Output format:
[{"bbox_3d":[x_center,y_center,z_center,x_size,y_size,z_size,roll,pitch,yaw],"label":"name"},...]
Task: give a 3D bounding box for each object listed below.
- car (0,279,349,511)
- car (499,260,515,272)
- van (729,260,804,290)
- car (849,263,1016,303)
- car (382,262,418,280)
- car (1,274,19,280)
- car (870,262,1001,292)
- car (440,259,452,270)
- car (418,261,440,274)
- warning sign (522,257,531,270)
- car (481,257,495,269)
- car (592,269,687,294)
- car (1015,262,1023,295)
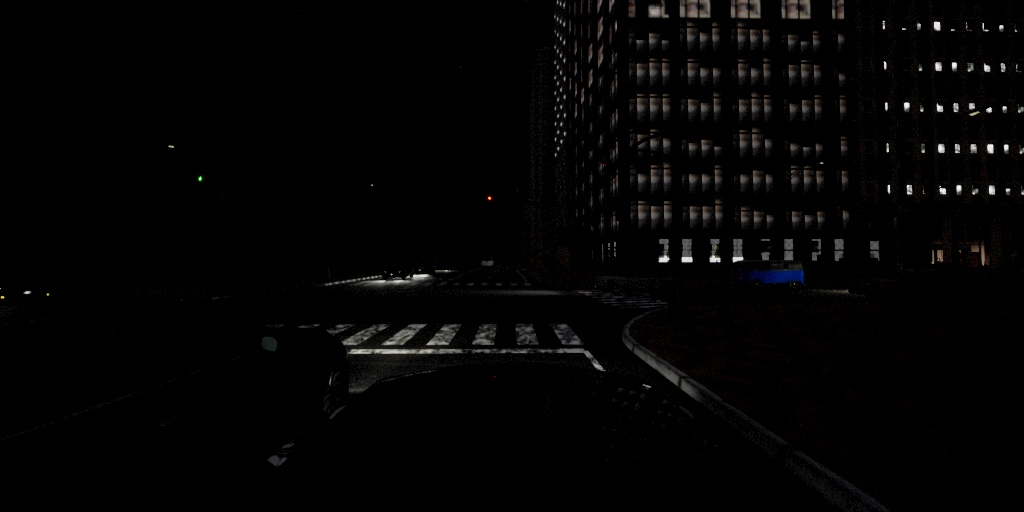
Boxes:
[{"bbox_3d":[-3.156,1.103,2.860,2.097,1.767,4.553,0,0,-1],"label":"car"},{"bbox_3d":[-0.631,1.401,48.514,1.812,1.442,4.674,0,0,-1],"label":"car"},{"bbox_3d":[15.633,1.123,22.088,3.998,1.789,1.690,0,0,-2],"label":"van"},{"bbox_3d":[16.141,1.075,14.077,4.829,1.417,1.751,0,0,-2],"label":"car"},{"bbox_3d":[-10.346,1.320,32.905,1.837,1.490,4.892,0,0,-3],"label":"car"},{"bbox_3d":[-22.716,1.394,15.281,4.181,1.385,1.994,0,-2,-2],"label":"car"},{"bbox_3d":[23.127,1.147,19.711,5.008,1.535,1.882,0,-2,-2],"label":"car"},{"bbox_3d":[-10.681,1.270,55.938,2.097,1.767,4.553,0,-1,0],"label":"car"},{"bbox_3d":[-10.495,1.343,43.101,2.128,1.511,4.902,0,0,-1],"label":"car"},{"bbox_3d":[2.083,1.001,50.817,1.300,1.860,1.060,0,0,-1],"label":"warning sign"},{"bbox_3d":[-4.200,1.174,62.257,2.150,2.045,5.566,0,0,-1],"label":"car"},{"bbox_3d":[6.826,1.364,19.677,4.718,1.301,1.895,0,-2,4],"label":"car"},{"bbox_3d":[21.553,0.961,14.229,4.097,1.591,1.967,0,0,-2],"label":"car"}]
